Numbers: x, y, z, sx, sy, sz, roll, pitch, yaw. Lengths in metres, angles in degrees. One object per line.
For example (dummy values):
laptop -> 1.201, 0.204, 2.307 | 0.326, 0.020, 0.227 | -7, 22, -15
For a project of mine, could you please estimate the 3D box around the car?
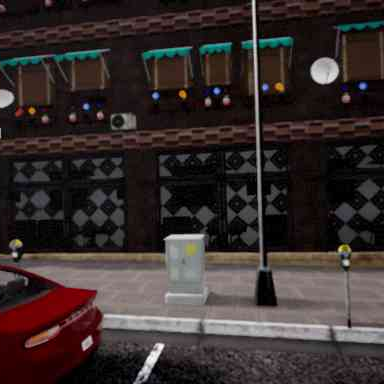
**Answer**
car -> -3.386, 1.573, 4.077 | 4.507, 1.381, 1.887 | 0, -2, 9
